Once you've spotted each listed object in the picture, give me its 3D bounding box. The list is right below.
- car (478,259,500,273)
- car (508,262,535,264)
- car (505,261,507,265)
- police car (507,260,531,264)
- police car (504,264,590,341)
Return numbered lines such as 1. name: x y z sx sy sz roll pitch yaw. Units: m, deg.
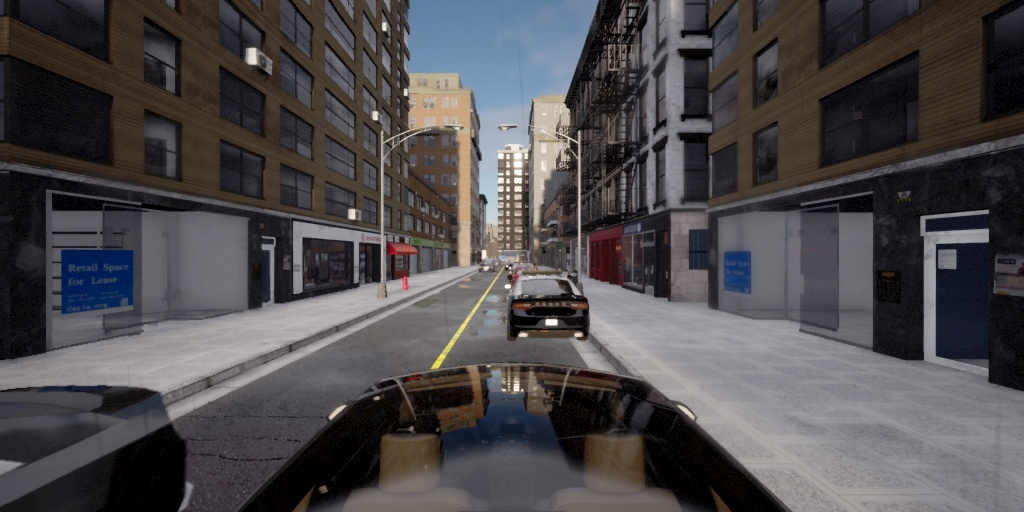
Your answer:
1. car: -2.886 1.232 42.312 2.128 1.511 4.902 0 0 0
2. car: 0.810 1.272 19.923 1.812 1.442 4.674 0 0 0
3. car: 0.003 1.341 47.863 1.895 1.301 4.718 0 0 1
4. police car: 0.804 1.169 26.033 1.930 1.638 5.238 0 0 0
5. police car: 0.819 1.174 10.033 1.930 1.638 5.238 0 0 0
